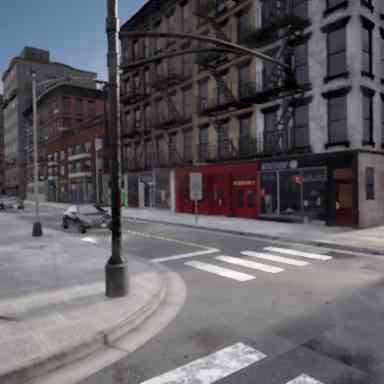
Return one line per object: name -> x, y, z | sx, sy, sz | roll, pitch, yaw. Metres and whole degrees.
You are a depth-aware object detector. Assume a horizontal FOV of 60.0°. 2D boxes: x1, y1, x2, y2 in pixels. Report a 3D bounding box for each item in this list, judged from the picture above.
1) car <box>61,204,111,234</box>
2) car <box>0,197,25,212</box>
car -> -5.815, 1.390, 18.393 | 1.812, 1.442, 4.674 | -2, 1, -38
car -> -19.802, 1.328, 36.604 | 2.128, 1.511, 4.902 | -2, 1, -37
